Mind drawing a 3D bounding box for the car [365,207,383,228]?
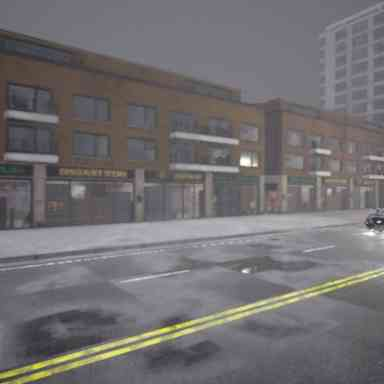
[{"bbox_3d":[12.592,1.562,20.650,4.181,1.385,1.994,0,0,-35],"label":"car"}]
